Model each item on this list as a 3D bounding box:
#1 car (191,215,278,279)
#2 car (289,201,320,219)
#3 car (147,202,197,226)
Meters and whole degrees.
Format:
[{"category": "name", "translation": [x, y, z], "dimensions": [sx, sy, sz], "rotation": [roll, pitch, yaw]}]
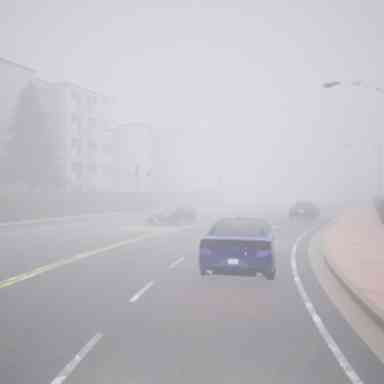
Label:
[{"category": "car", "translation": [1.513, 1.428, 10.035], "dimensions": [1.882, 1.535, 5.008], "rotation": [0, 0, 13]}, {"category": "car", "translation": [9.353, 1.418, 27.437], "dimensions": [1.994, 1.385, 4.181], "rotation": [0, 0, 27]}, {"category": "car", "translation": [-1.225, 1.425, 22.704], "dimensions": [1.812, 1.442, 4.674], "rotation": [0, 0, 27]}]
